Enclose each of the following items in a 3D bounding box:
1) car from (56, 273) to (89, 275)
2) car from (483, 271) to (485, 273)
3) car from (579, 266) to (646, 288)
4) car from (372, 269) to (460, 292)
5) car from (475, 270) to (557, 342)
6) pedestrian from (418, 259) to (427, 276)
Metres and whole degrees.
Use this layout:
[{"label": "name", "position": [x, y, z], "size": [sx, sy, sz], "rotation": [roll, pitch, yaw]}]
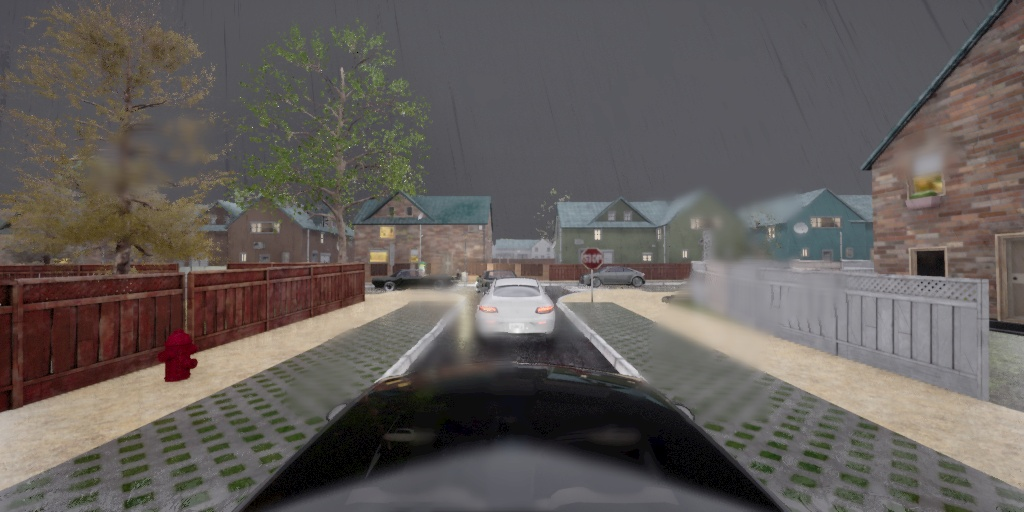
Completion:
[{"label": "car", "position": [-25.594, 1.633, 21.150], "size": [4.718, 1.301, 1.895], "rotation": [-1, -1, 1]}, {"label": "car", "position": [-0.746, 1.366, 18.479], "size": [1.895, 1.301, 4.718], "rotation": [0, -1, -12]}, {"label": "car", "position": [6.553, 1.344, 23.650], "size": [4.181, 1.385, 1.994], "rotation": [0, -1, 1]}, {"label": "car", "position": [-5.469, 1.417, 20.867], "size": [4.718, 1.301, 1.895], "rotation": [-1, -1, 1]}, {"label": "car", "position": [0.108, 1.280, 9.660], "size": [1.812, 1.442, 4.674], "rotation": [0, 0, 0]}, {"label": "pedestrian", "position": [-6.684, 1.119, 26.753], "size": [0.375, 1.860, 0.375], "rotation": [0, -1, 1]}]
